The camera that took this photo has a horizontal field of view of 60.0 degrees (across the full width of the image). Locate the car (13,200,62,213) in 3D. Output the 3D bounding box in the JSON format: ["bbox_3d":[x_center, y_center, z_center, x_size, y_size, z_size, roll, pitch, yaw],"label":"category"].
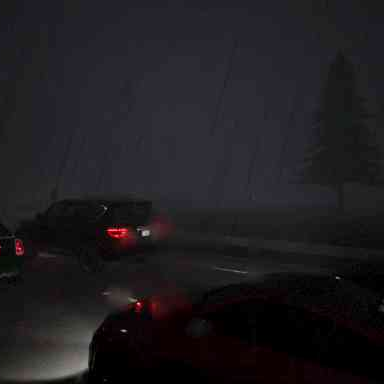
[{"bbox_3d":[-17.510,1.601,37.969,1.895,1.301,4.718,0,0,36],"label":"car"}]

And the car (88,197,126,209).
[{"bbox_3d":[-11.662,1.478,45.980,1.882,1.535,5.008,0,0,36],"label":"car"}]

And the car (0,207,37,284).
[{"bbox_3d":[-6.188,1.352,8.364,4.553,1.767,2.097,0,0,36],"label":"car"}]

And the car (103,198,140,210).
[{"bbox_3d":[-9.171,1.526,43.454,1.812,1.442,4.674,0,0,36],"label":"car"}]

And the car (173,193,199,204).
[{"bbox_3d":[-1.844,1.220,53.485,2.150,2.045,5.566,0,0,36],"label":"car"}]

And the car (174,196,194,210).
[{"bbox_3d":[-2.046,1.564,41.341,1.994,1.385,4.181,0,0,36],"label":"car"}]

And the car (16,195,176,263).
[{"bbox_3d":[-3.445,1.221,10.707,5.566,2.045,2.150,0,0,36],"label":"car"}]

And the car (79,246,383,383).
[{"bbox_3d":[0.865,1.564,3.371,4.181,1.385,1.994,0,0,35],"label":"car"}]

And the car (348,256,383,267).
[{"bbox_3d":[4.734,1.478,4.913,5.008,1.535,1.882,0,0,35],"label":"car"}]

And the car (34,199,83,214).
[{"bbox_3d":[-14.461,1.526,36.210,1.812,1.442,4.674,0,0,36],"label":"car"}]

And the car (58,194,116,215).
[{"bbox_3d":[-10.946,1.222,35.089,2.150,2.045,5.566,0,0,36],"label":"car"}]

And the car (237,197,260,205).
[{"bbox_3d":[10.171,1.565,57.996,1.994,1.385,4.181,0,0,37],"label":"car"}]

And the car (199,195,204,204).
[{"bbox_3d":[0.270,1.351,62.268,2.097,1.767,4.553,0,0,37],"label":"car"}]

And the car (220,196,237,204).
[{"bbox_3d":[7.402,1.504,65.992,2.128,1.511,4.902,0,0,36],"label":"car"}]

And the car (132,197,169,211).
[{"bbox_3d":[-5.243,1.478,42.901,1.882,1.535,5.008,0,0,36],"label":"car"}]
